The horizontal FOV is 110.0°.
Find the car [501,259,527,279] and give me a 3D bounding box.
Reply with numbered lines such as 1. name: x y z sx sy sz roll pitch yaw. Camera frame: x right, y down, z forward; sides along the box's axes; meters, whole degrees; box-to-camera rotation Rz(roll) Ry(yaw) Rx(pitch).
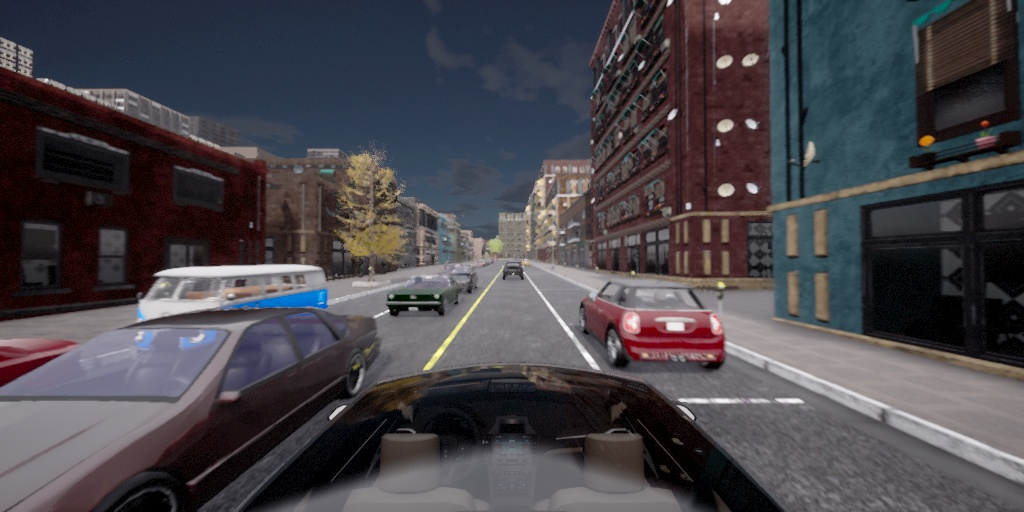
1. car: 0.101 1.272 32.767 1.837 1.490 4.892 0 0 0

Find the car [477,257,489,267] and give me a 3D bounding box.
1. car: -5.687 1.226 64.682 1.967 1.591 4.097 0 0 0

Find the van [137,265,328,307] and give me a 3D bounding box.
1. van: -5.690 1.094 7.816 1.690 1.789 3.998 0 0 0

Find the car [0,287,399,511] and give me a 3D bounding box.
1. car: -3.087 1.299 3.746 2.033 1.411 5.357 0 0 0

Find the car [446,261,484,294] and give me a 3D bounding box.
1. car: -3.000 1.251 20.506 2.128 1.511 4.902 0 0 0

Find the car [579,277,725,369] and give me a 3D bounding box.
1. car: 2.691 1.193 7.876 1.967 1.591 4.097 0 0 0

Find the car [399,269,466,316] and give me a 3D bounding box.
1. car: -3.077 1.356 13.444 1.895 1.301 4.718 0 0 0
